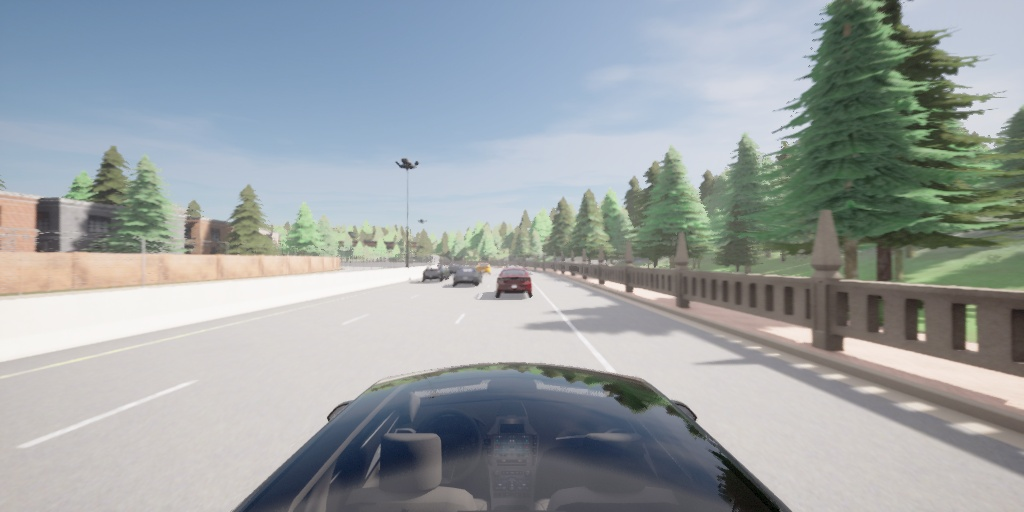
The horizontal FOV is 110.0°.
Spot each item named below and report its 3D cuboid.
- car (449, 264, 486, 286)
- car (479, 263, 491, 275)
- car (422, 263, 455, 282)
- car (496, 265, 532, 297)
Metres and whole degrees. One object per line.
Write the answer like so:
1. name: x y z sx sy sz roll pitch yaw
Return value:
1. car: -3.381 1.575 27.993 1.994 1.385 4.181 0 -1 0
2. car: -3.745 1.673 47.680 1.882 1.535 5.008 0 0 -3
3. car: -6.880 1.565 32.822 2.128 1.511 4.902 0 0 0
4. car: 0.114 1.401 20.408 1.882 1.535 5.008 0 0 0
